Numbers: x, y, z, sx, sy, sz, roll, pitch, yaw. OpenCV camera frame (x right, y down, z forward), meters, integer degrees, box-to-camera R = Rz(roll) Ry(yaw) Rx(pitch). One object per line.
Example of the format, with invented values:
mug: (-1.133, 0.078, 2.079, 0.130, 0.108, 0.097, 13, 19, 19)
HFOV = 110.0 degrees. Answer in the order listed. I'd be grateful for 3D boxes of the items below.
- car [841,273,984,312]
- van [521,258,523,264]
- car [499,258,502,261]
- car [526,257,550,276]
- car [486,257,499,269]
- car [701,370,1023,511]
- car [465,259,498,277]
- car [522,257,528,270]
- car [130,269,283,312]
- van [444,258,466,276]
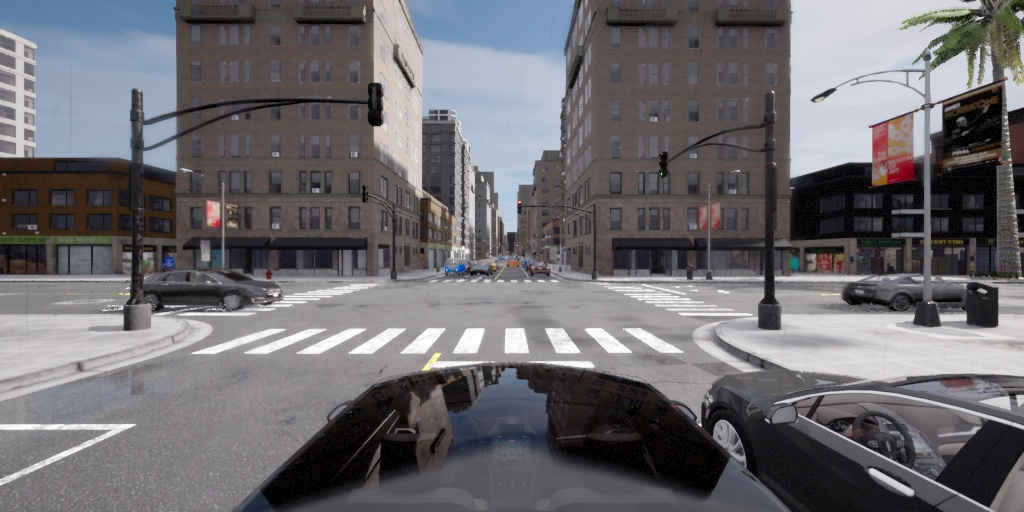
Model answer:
car: (15.374, 1.344, 13.814, 4.181, 1.385, 1.994, 0, 0, 0)
van: (2.799, 1.094, 59.076, 1.690, 1.789, 3.998, 0, 0, 0)
car: (-2.968, 1.354, 56.228, 1.895, 1.301, 4.718, 0, 0, 0)
car: (2.743, 1.192, 36.399, 1.967, 1.591, 4.097, 0, 0, 0)
car: (-3.001, 1.231, 46.309, 1.882, 1.535, 5.008, 0, 0, 0)
car: (2.668, 1.300, 1.749, 2.007, 1.370, 4.403, 0, 0, 0)
car: (-2.997, 1.300, 36.608, 2.033, 1.411, 5.357, 0, 0, 4)
car: (2.771, 1.193, 47.737, 1.967, 1.591, 4.097, 0, 0, 0)
car: (-11.429, 1.242, 13.618, 4.892, 1.490, 1.837, 0, 0, 0)
van: (-5.782, 1.093, 36.418, 1.690, 1.789, 3.998, 0, 0, 0)
